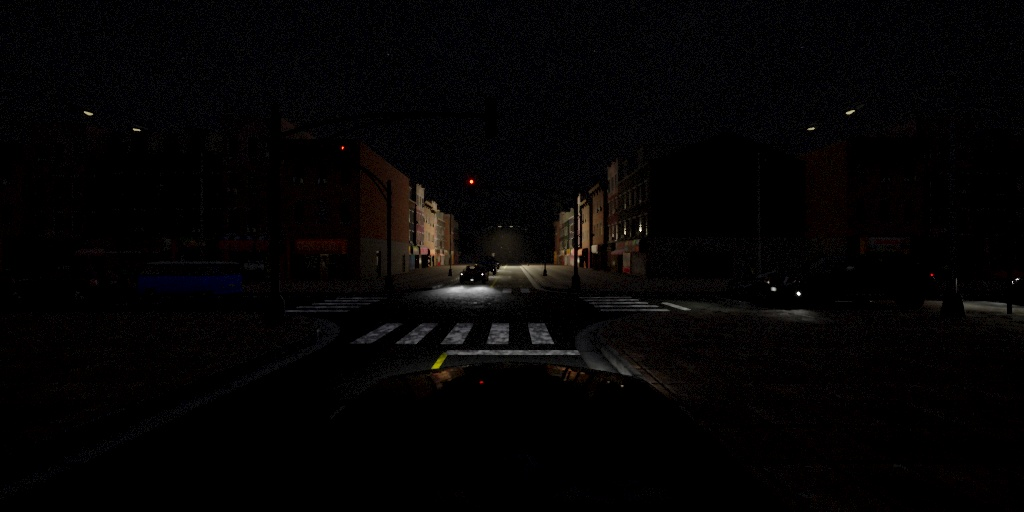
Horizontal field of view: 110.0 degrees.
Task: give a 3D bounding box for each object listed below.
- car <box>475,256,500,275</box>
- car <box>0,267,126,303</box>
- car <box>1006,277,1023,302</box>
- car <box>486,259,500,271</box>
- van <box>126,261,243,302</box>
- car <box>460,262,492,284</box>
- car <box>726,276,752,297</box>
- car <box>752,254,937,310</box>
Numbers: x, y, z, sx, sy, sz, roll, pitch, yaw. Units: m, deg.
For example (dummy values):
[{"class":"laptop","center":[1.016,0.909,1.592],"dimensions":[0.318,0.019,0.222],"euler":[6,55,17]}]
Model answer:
[{"class":"car","center":[-2.782,0.992,39.119],"dimensions":[2.150,2.045,5.566],"euler":[0,0,0]},{"class":"car","center":[-20.191,1.239,16.438],"dimensions":[4.097,1.591,1.967],"euler":[0,0,0]},{"class":"car","center":[22.656,1.048,14.022],"dimensions":[4.553,1.767,2.097],"euler":[0,0,0]},{"class":"car","center":[-2.732,1.289,52.895],"dimensions":[1.837,1.490,4.892],"euler":[0,1,0]},{"class":"van","center":[-14.716,1.124,16.454],"dimensions":[3.998,1.789,1.690],"euler":[0,0,0]},{"class":"car","center":[-2.802,1.365,27.343],"dimensions":[1.895,1.301,4.718],"euler":[0,0,0]},{"class":"car","center":[12.286,1.267,16.532],"dimensions":[4.403,1.370,2.007],"euler":[0,0,0]},{"class":"car","center":[12.972,0.935,13.998],"dimensions":[5.566,2.045,2.150],"euler":[0,0,0]}]
